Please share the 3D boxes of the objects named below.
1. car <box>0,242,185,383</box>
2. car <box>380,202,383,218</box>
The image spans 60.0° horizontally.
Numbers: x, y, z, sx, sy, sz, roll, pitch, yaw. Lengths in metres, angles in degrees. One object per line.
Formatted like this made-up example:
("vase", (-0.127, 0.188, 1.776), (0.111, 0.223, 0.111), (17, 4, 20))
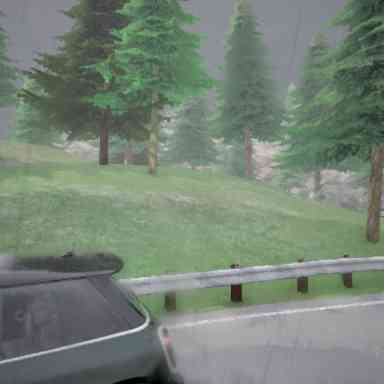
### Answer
("car", (-2.370, 1.352, 2.467), (4.553, 1.767, 2.097), (0, 0, -28))
("car", (16.845, 1.577, 29.688), (1.994, 1.385, 4.181), (0, 0, -16))
